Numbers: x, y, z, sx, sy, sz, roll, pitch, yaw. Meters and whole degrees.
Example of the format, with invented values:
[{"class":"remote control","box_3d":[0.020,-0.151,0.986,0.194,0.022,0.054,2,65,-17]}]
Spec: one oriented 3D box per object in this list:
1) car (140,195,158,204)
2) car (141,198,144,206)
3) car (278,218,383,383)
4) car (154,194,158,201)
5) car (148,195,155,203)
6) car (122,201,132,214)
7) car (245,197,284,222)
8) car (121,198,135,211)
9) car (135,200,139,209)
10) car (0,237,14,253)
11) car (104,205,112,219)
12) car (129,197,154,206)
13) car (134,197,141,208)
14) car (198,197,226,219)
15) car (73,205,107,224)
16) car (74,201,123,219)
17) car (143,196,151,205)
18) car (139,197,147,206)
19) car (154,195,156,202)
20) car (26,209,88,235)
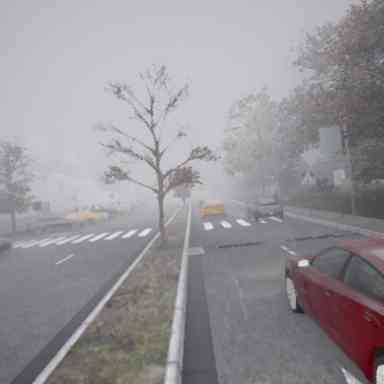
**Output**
[{"class":"car","box_3d":[-12.012,2.061,92.324,4.553,1.767,2.185,-7,1,-20]},{"class":"car","box_3d":[-12.016,2.624,62.312,4.674,1.452,2.002,-7,1,-20]},{"class":"car","box_3d":[2.634,1.292,4.316,1.882,1.535,5.008,-6,0,0]},{"class":"car","box_3d":[-12.080,2.004,86.296,5.566,2.045,2.435,-7,1,-20]},{"class":"car","box_3d":[-12.028,2.153,74.327,5.566,2.045,2.435,-7,1,-20]},{"class":"car","box_3d":[-11.844,2.720,47.360,5.366,1.575,1.946,-7,0,-20]},{"class":"car","box_3d":[4.830,1.105,22.736,2.128,1.511,4.902,-6,0,0]},{"class":"car","box_3d":[-12.068,2.474,50.286,5.566,2.045,2.435,-7,1,-20]},{"class":"car","box_3d":[-12.013,2.704,56.313,4.674,1.452,2.002,-7,0,-20]},{"class":"car","box_3d":[-12.010,2.799,17.284,4.792,1.488,2.163,-6,0,-20]},{"class":"car","box_3d":[-12.020,2.819,38.287,4.674,1.452,2.002,-6,0,-20]},{"class":"car","box_3d":[-12.199,2.341,80.248,5.366,1.575,1.946,-7,1,-20]},{"class":"car","box_3d":[-12.060,2.503,59.299,4.553,1.767,2.185,-7,1,-20]},{"class":"car","box_3d":[1.787,1.398,28.766,1.882,1.535,5.008,-6,0,0]},{"class":"car","box_3d":[-12.193,2.799,35.214,5.366,1.575,1.946,-6,0,-20]},{"class":"car","box_3d":[-12.019,2.522,41.306,5.566,2.045,2.435,-6,0,-20]},{"class":"car","box_3d":[-11.993,2.476,71.328,4.792,1.488,2.163,-7,1,-20]},{"class":"car","box_3d":[-12.012,2.540,65.311,5.008,1.535,2.097,-7,1,-20]},{"class":"car","box_3d":[-11.853,2.339,77.382,5.366,1.575,1.946,-7,1,-20]},{"class":"car","box_3d":[-11.999,2.808,29.290,4.792,1.488,2.163,-6,0,-20]}]
